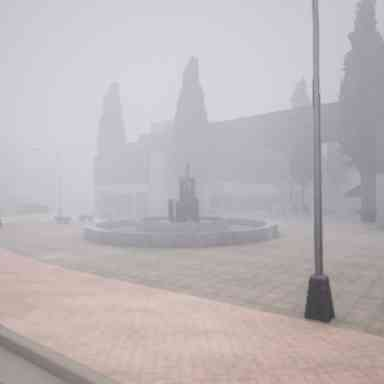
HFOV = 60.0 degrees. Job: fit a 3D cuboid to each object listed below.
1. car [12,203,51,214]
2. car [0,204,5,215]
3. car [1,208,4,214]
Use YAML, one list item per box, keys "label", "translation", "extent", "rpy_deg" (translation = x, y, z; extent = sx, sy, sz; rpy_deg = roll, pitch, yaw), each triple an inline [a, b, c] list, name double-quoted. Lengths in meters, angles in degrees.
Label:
- label: "car"
  translation: [-20.741, 2.093, 43.159]
  extent: [2.033, 1.411, 5.357]
  rpy_deg: [-1, 0, 12]
- label: "car"
  translation: [-24.670, 2.157, 39.537]
  extent: [1.895, 1.301, 4.718]
  rpy_deg: [-1, 0, 5]
- label: "car"
  translation: [-21.339, 2.075, 33.382]
  extent: [1.895, 1.301, 4.718]
  rpy_deg: [-1, 0, -4]
